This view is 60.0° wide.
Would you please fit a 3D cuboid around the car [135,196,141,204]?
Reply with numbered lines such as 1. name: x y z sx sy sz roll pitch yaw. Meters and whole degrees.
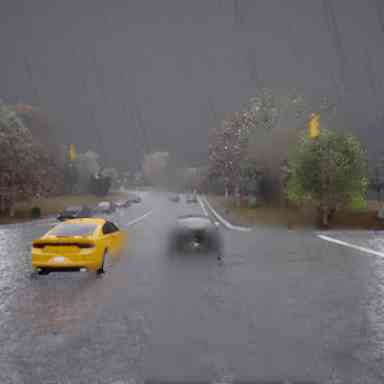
1. car: -10.527 1.375 61.371 2.033 1.411 5.357 0 2 0

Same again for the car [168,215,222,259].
1. car: 0.100 1.652 13.440 1.882 1.535 5.008 0 -1 0

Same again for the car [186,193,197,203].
1. car: -0.027 1.286 62.371 2.128 1.511 4.902 0 2 0

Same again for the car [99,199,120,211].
1. car: -10.601 1.901 40.693 1.812 1.442 4.674 0 1 0

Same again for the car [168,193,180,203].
1. car: -3.527 1.286 62.754 1.837 1.490 4.892 0 2 0

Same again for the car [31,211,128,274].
1. car: -3.406 1.613 11.020 1.882 1.535 5.008 0 -1 0

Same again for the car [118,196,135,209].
1. car: -10.563 1.665 50.795 2.128 1.511 4.902 0 2 0

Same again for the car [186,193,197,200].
1. car: -0.149 1.001 72.806 1.994 1.385 4.181 0 2 -3

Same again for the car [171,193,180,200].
1. car: -3.650 0.995 72.818 1.994 1.385 4.181 0 2 -3

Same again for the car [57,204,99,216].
1. car: -10.624 1.957 30.821 2.033 1.411 5.357 0 0 1
